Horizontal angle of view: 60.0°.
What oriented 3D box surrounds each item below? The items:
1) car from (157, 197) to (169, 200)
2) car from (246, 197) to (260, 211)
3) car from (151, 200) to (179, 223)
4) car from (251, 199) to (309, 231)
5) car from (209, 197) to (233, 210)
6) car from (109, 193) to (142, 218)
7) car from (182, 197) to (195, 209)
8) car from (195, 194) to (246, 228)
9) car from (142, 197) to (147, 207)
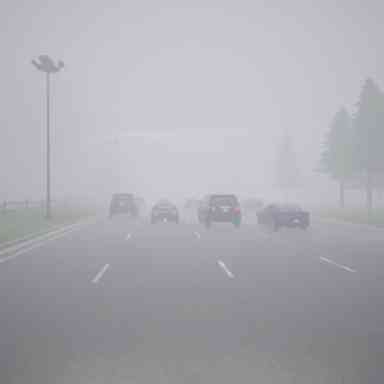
[{"bbox_3d":[-3.812,1.394,44.893,2.128,1.511,4.902,0,0,-5],"label":"car"},{"bbox_3d":[7.200,1.419,39.599,1.837,1.490,4.892,0,1,-5],"label":"car"},{"bbox_3d":[-2.023,1.547,24.766,1.895,1.301,4.718,0,0,-5],"label":"car"},{"bbox_3d":[5.388,1.432,20.334,1.882,1.535,5.008,0,0,-5],"label":"car"},{"bbox_3d":[3.519,1.401,41.476,2.128,1.511,4.902,0,0,-5],"label":"car"},{"bbox_3d":[-5.966,1.153,29.641,2.150,2.045,5.566,0,-1,-5],"label":"car"},{"bbox_3d":[-0.105,1.413,42.738,1.837,1.490,4.892,0,1,-5],"label":"car"},{"bbox_3d":[1.723,1.170,22.137,2.150,2.045,5.566,0,0,-5],"label":"car"},{"bbox_3d":[-7.587,1.376,47.794,1.882,1.535,5.008,0,0,-5],"label":"car"}]
